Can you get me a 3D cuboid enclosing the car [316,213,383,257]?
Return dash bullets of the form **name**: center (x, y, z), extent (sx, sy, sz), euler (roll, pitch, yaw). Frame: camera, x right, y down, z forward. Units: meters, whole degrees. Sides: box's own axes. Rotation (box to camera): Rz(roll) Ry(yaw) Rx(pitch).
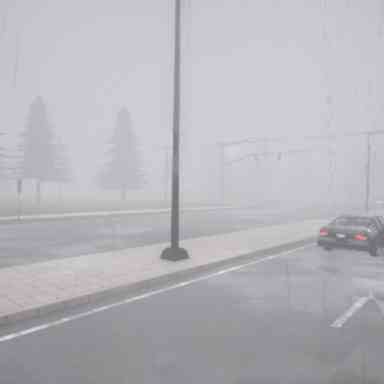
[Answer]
- **car**: center (6.702, 1.545, 13.181), extent (2.033, 1.411, 5.357), euler (1, 1, 41)
